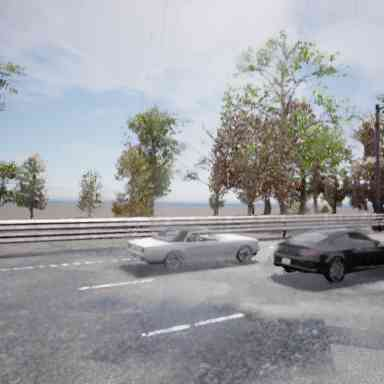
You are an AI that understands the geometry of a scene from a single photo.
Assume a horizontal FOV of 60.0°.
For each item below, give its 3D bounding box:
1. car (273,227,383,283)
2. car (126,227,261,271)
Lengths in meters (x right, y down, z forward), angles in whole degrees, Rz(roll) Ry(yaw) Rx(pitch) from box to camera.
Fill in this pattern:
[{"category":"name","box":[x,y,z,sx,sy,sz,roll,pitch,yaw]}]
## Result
[{"category":"car","box":[4.652,1.835,10.523,4.674,1.442,1.812,1,-2,-30]},{"category":"car","box":[0.162,1.918,11.989,4.718,1.301,1.895,1,-2,-30]}]
